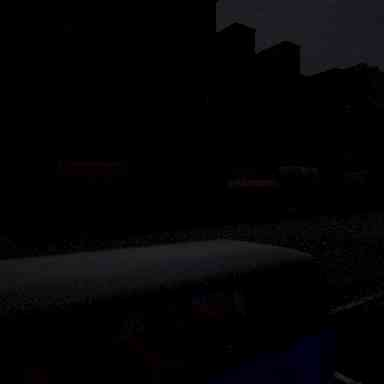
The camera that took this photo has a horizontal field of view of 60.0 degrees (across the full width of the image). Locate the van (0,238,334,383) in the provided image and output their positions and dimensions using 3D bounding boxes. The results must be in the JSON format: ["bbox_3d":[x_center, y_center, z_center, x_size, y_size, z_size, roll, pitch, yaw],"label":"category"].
[{"bbox_3d":[-0.697,1.339,2.340,3.998,1.788,1.690,0,-1,-35],"label":"van"}]
